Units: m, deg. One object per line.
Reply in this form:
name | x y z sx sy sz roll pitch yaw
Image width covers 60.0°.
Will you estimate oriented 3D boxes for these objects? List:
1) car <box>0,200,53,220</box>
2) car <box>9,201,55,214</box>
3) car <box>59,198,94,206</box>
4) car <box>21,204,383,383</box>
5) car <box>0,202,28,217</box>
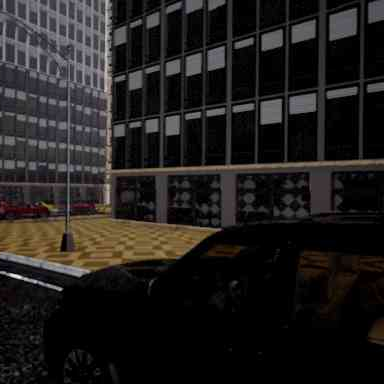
car | -15.798 1.637 30.841 2.192 1.841 5.009 0 0 37
car | -19.261 1.793 40.228 1.752 1.417 4.829 0 0 37
car | -14.590 1.689 42.146 2.097 1.767 4.553 1 0 37
car | 1.005 1.224 2.966 5.566 2.045 2.150 0 0 36
car | -20.239 1.802 34.557 2.033 1.411 5.357 1 0 37
